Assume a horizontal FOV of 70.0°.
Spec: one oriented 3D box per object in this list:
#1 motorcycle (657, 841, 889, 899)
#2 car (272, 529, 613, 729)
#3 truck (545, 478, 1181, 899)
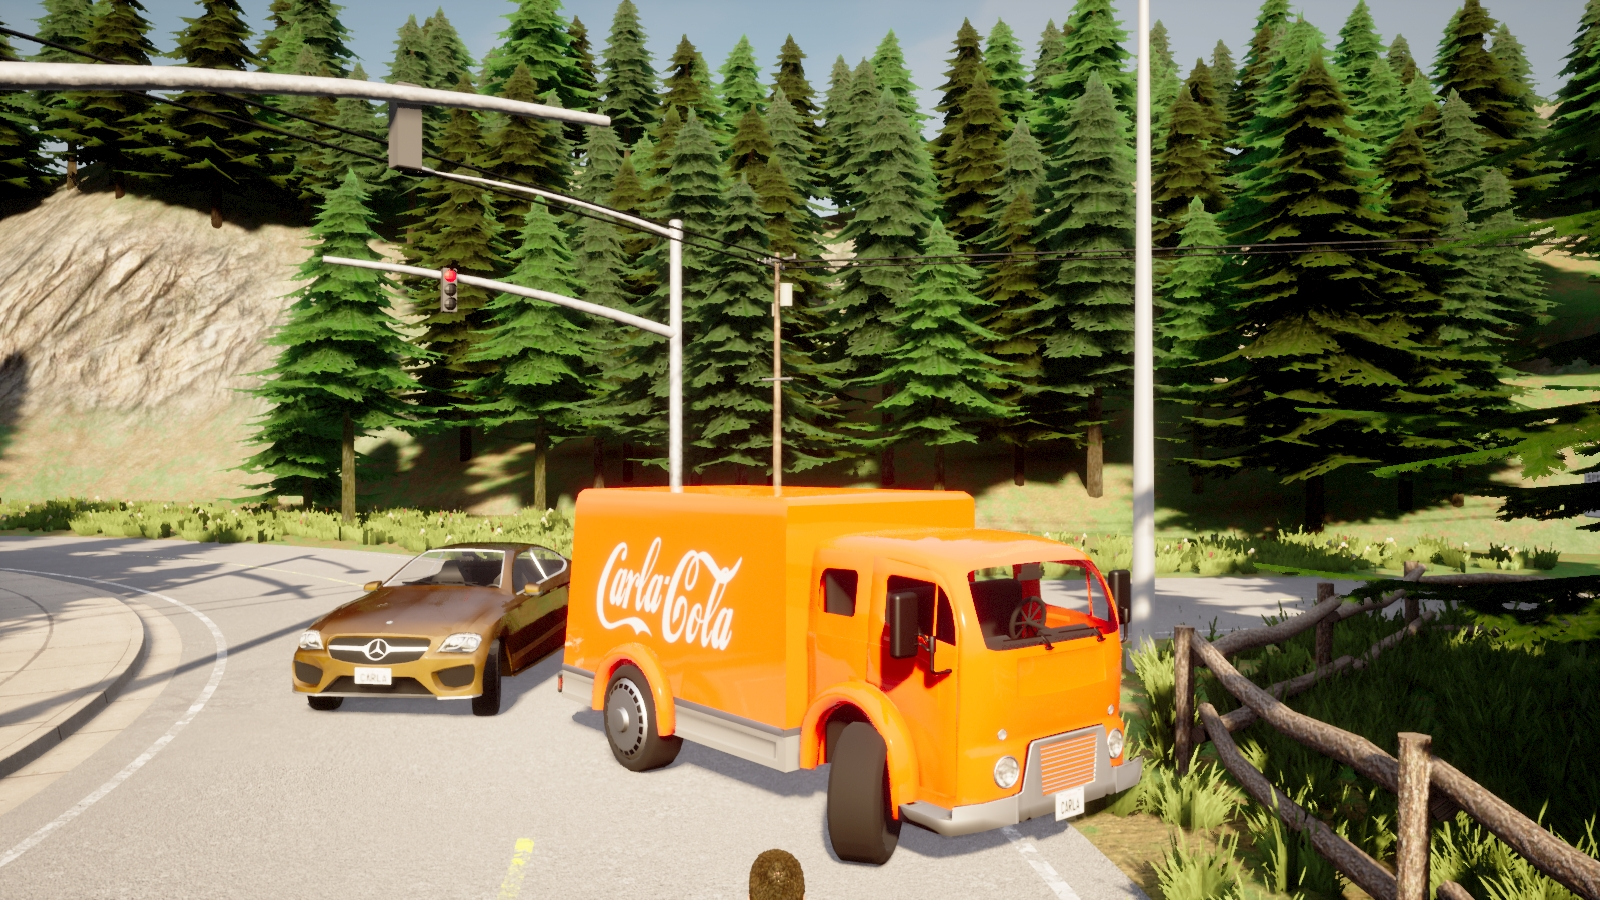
[{"bbox_3d":[-0.074,2.159,3.526,0.803,1.199,2.033,0,0,-2],"label":"motorcycle"},{"bbox_3d":[-4.038,1.970,14.038,2.152,1.651,5.027,0,0,6],"label":"car"},{"bbox_3d":[0.202,1.542,9.769,2.627,2.467,5.204,0,0,-39],"label":"truck"}]
